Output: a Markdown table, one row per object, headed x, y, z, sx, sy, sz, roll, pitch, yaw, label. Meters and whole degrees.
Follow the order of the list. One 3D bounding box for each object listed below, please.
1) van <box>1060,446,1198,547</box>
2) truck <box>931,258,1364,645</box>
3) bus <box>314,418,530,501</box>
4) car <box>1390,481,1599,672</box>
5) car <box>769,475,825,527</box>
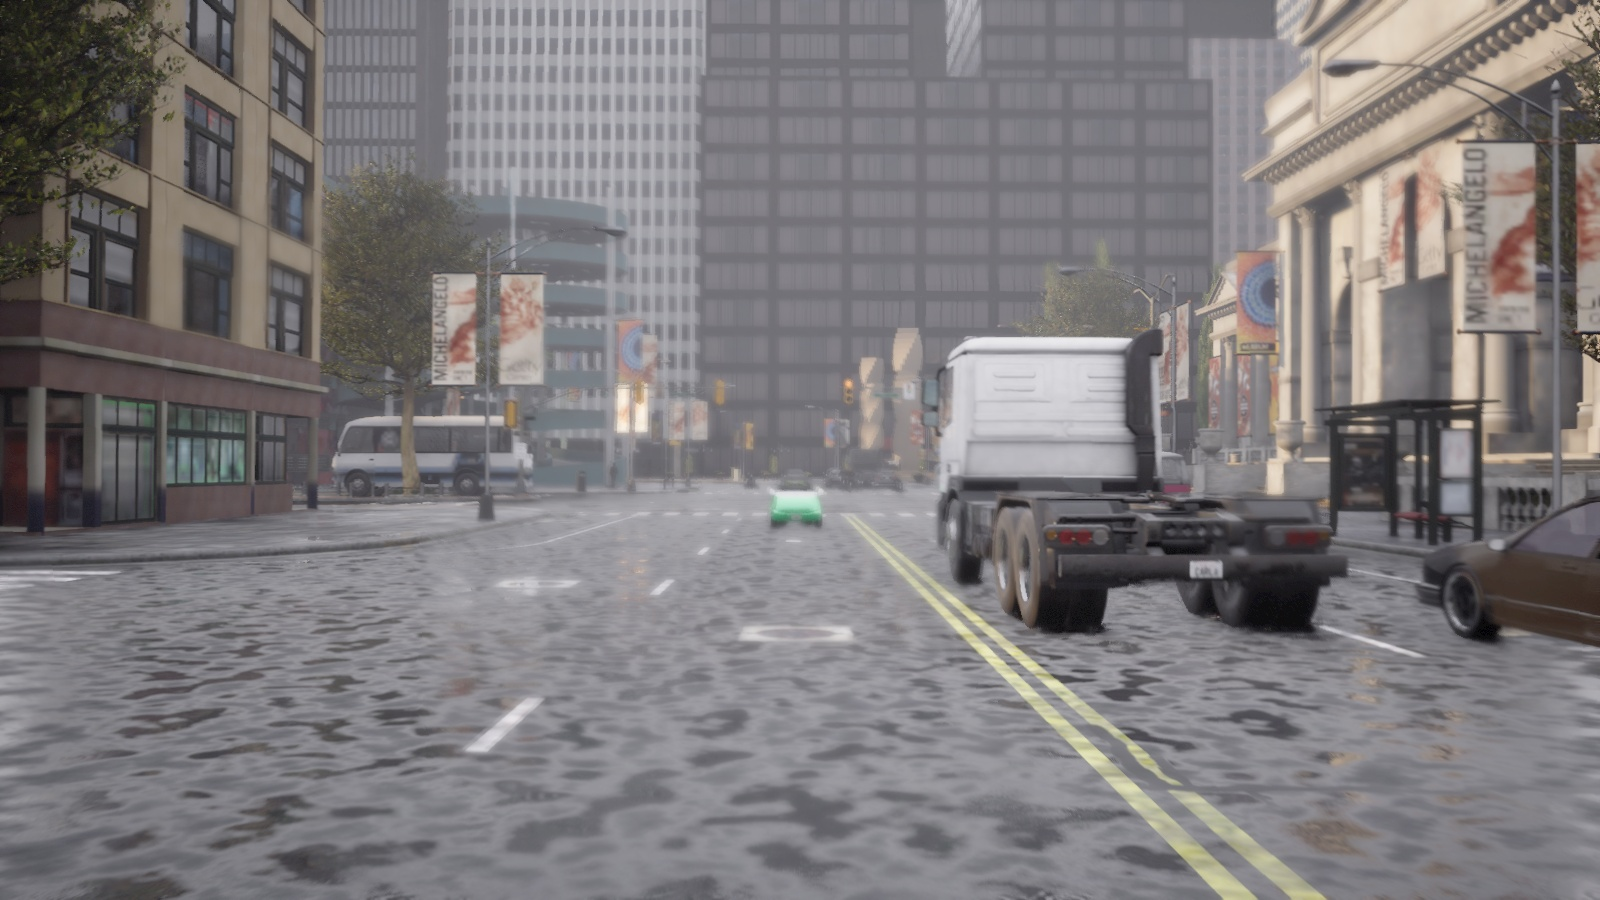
| x | y | z | sx | sy | sz | roll | pitch | yaw | label |
| --- | --- | --- | --- | --- | --- | --- | --- | --- | --- |
| 6.934 | 0.946 | 26.969 | 1.775 | 1.987 | 4.442 | 0 | -1 | 0 | van |
| 3.530 | 0.053 | 15.221 | 2.891 | 3.462 | 7.936 | 0 | -1 | -1 | truck |
| -19.865 | 0.522 | 66.611 | 10.273 | 4.253 | 3.944 | 0 | -1 | 0 | bus |
| 7.070 | 0.983 | 10.100 | 2.033 | 1.411 | 5.357 | 0 | -1 | -1 | car |
| -0.083 | 1.381 | 34.232 | 1.481 | 1.376 | 2.207 | 0 | -2 | 0 | car |
